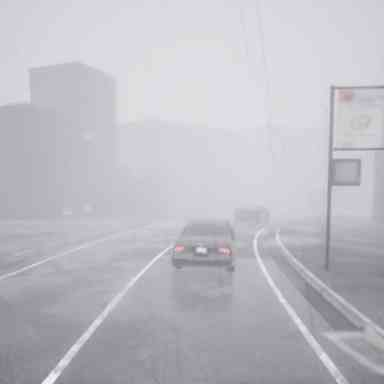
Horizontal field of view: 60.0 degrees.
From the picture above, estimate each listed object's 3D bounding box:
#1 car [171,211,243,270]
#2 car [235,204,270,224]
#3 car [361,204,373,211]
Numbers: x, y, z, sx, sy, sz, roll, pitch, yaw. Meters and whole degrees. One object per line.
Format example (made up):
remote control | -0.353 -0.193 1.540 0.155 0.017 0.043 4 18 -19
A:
car | 0.572 1.601 11.282 2.033 1.411 5.357 1 0 7
car | 4.975 1.679 26.915 1.882 1.535 5.008 2 0 26
car | 30.859 2.655 55.521 5.357 1.411 2.033 3 3 -21
